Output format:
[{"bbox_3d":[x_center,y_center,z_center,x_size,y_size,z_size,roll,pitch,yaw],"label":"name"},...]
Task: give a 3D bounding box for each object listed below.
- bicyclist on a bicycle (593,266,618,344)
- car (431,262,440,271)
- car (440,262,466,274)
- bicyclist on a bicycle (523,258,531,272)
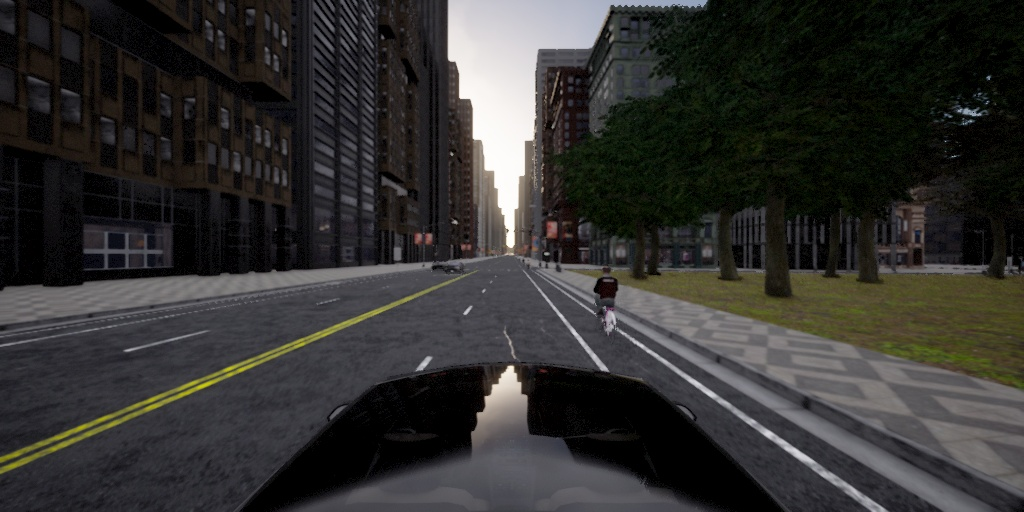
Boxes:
[{"bbox_3d":[2.254,1.123,8.758,0.659,1.776,1.843,0,0,0],"label":"bicyclist on a bicycle"},{"bbox_3d":[-9.750,1.425,49.481,1.895,1.301,4.718,0,0,1],"label":"car"},{"bbox_3d":[-6.559,1.351,41.987,2.033,1.411,5.357,0,0,0],"label":"car"},{"bbox_3d":[2.195,1.256,47.825,0.866,1.612,1.509,0,0,0],"label":"bicyclist on a bicycle"}]
